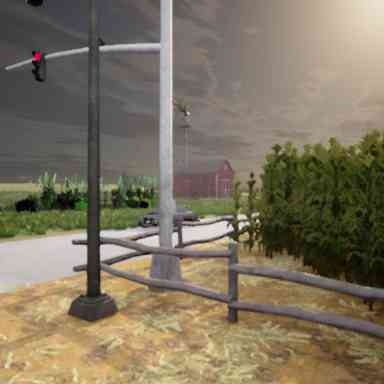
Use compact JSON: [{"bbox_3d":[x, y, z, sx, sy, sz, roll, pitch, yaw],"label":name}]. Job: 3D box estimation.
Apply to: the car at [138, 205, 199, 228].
[{"bbox_3d":[-1.368,1.515,20.592,1.994,1.385,4.181,0,0,35],"label":"car"}]
